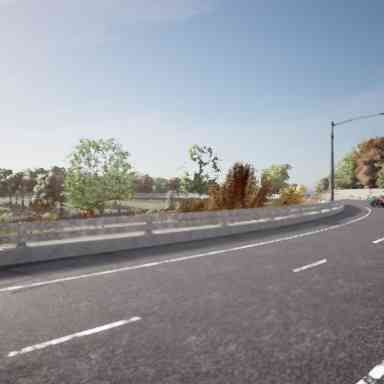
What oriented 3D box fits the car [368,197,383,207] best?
[{"bbox_3d":[27.777,1.490,50.079,1.837,1.490,4.892,0,0,21],"label":"car"}]
